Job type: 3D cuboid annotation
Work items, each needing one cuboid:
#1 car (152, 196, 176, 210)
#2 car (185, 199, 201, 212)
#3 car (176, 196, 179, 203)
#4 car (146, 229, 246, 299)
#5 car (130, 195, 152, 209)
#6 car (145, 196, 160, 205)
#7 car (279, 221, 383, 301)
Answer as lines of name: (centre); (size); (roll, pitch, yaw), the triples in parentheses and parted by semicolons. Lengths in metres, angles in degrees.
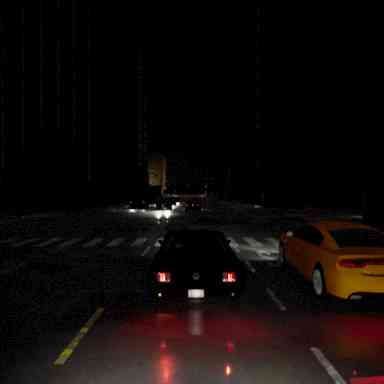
car: (-3.566, 1.481, 42.933); (2.128, 1.511, 4.902); (0, 0, -1)
car: (0.116, 1.537, 39.389); (2.033, 1.411, 5.357); (0, 0, 0)
car: (-3.561, 1.550, 53.455); (1.994, 1.385, 4.181); (0, 0, 0)
car: (0.068, 1.599, 8.401); (1.895, 1.301, 4.718); (0, 0, 0)
car: (-7.066, 1.343, 45.023); (2.097, 1.767, 4.553); (0, 0, 0)
car: (-7.030, 1.532, 60.282); (2.033, 1.411, 5.357); (0, 0, 1)
car: (3.599, 1.476, 8.417); (1.882, 1.535, 5.008); (0, 0, 1)
